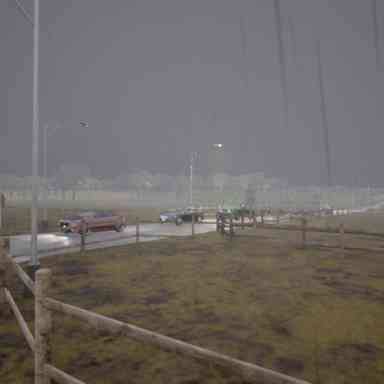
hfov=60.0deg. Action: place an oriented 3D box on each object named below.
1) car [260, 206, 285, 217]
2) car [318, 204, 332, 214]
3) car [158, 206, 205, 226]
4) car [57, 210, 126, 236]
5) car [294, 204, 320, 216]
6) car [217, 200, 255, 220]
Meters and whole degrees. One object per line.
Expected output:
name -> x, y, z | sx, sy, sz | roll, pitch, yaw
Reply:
car -> 10.767, 2.561, 44.379 | 1.895, 1.301, 4.718 | 1, -1, 36
car -> 21.725, 2.775, 54.977 | 2.097, 1.767, 4.553 | 1, -1, 36
car -> -0.818, 1.953, 27.900 | 2.128, 1.511, 4.902 | 1, -1, 35
car -> -6.063, 1.827, 20.421 | 1.994, 1.385, 4.181 | 1, -1, 36
car -> 15.971, 2.740, 46.757 | 1.895, 1.301, 4.718 | 1, -1, 35
car -> 4.885, 1.919, 36.034 | 2.150, 2.045, 5.566 | 1, -1, 35
